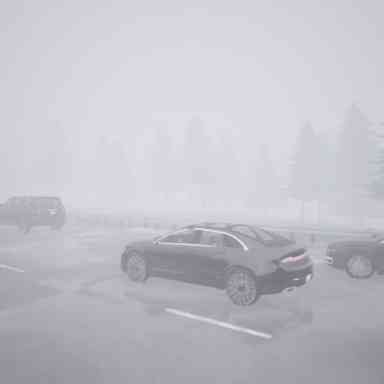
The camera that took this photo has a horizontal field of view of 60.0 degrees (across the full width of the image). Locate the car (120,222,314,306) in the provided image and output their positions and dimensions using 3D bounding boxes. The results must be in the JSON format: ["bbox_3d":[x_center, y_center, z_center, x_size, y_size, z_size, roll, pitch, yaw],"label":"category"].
[{"bbox_3d":[0.349,1.492,8.042,4.902,1.511,2.128,0,0,36],"label":"car"}]

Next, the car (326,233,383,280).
[{"bbox_3d":[5.971,1.505,8.331,4.892,1.490,1.837,0,0,35],"label":"car"}]

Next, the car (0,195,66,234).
[{"bbox_3d":[-9.690,1.223,19.500,5.566,2.045,2.150,0,0,36],"label":"car"}]
